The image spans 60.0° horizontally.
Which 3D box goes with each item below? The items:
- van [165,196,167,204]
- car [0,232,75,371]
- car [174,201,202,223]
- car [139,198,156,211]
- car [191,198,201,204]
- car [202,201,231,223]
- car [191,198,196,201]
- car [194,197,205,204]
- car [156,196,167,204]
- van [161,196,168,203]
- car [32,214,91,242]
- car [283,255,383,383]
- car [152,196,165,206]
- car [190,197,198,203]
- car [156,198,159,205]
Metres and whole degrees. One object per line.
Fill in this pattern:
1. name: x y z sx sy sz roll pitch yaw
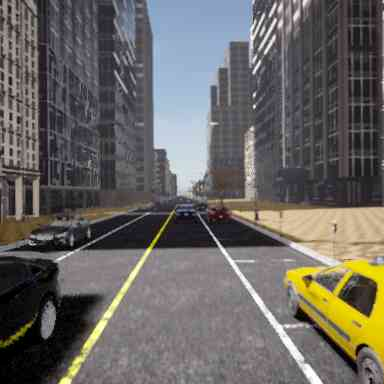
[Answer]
1. van: -7.479 2.015 77.643 1.690 1.788 3.998 -1 0 -1
2. car: -3.126 1.540 3.694 1.882 1.535 5.008 -1 -1 -1
3. car: -0.500 1.774 28.010 2.033 1.411 5.357 -1 -1 -1
4. car: -6.804 1.980 49.274 1.752 1.417 4.829 -1 0 -1
5. car: 0.903 2.141 77.867 2.008 1.369 4.403 -1 0 -1
6. car: 2.104 1.738 27.098 1.887 1.381 4.507 -1 0 -1
7. car: -0.894 1.924 44.684 1.994 1.385 4.181 -1 0 -2
8. car: 1.570 1.923 49.662 2.008 1.369 4.403 -1 0 -1
9. car: -7.612 2.032 83.284 2.192 1.841 5.009 -1 0 -1
10. van: -7.879 2.144 94.563 1.690 1.788 3.998 -1 0 -1
11. car: -6.007 1.737 15.606 2.008 1.369 4.403 -1 0 -1
12. car: 2.633 1.537 4.704 1.752 1.417 4.829 -1 0 -1
13. car: -7.213 1.902 66.365 2.192 1.841 5.009 -1 0 -1
14. car: 0.633 2.116 89.150 1.967 1.590 4.097 -1 0 -1
15. car: -6.940 2.082 55.083 1.802 1.307 4.206 -1 0 -1
